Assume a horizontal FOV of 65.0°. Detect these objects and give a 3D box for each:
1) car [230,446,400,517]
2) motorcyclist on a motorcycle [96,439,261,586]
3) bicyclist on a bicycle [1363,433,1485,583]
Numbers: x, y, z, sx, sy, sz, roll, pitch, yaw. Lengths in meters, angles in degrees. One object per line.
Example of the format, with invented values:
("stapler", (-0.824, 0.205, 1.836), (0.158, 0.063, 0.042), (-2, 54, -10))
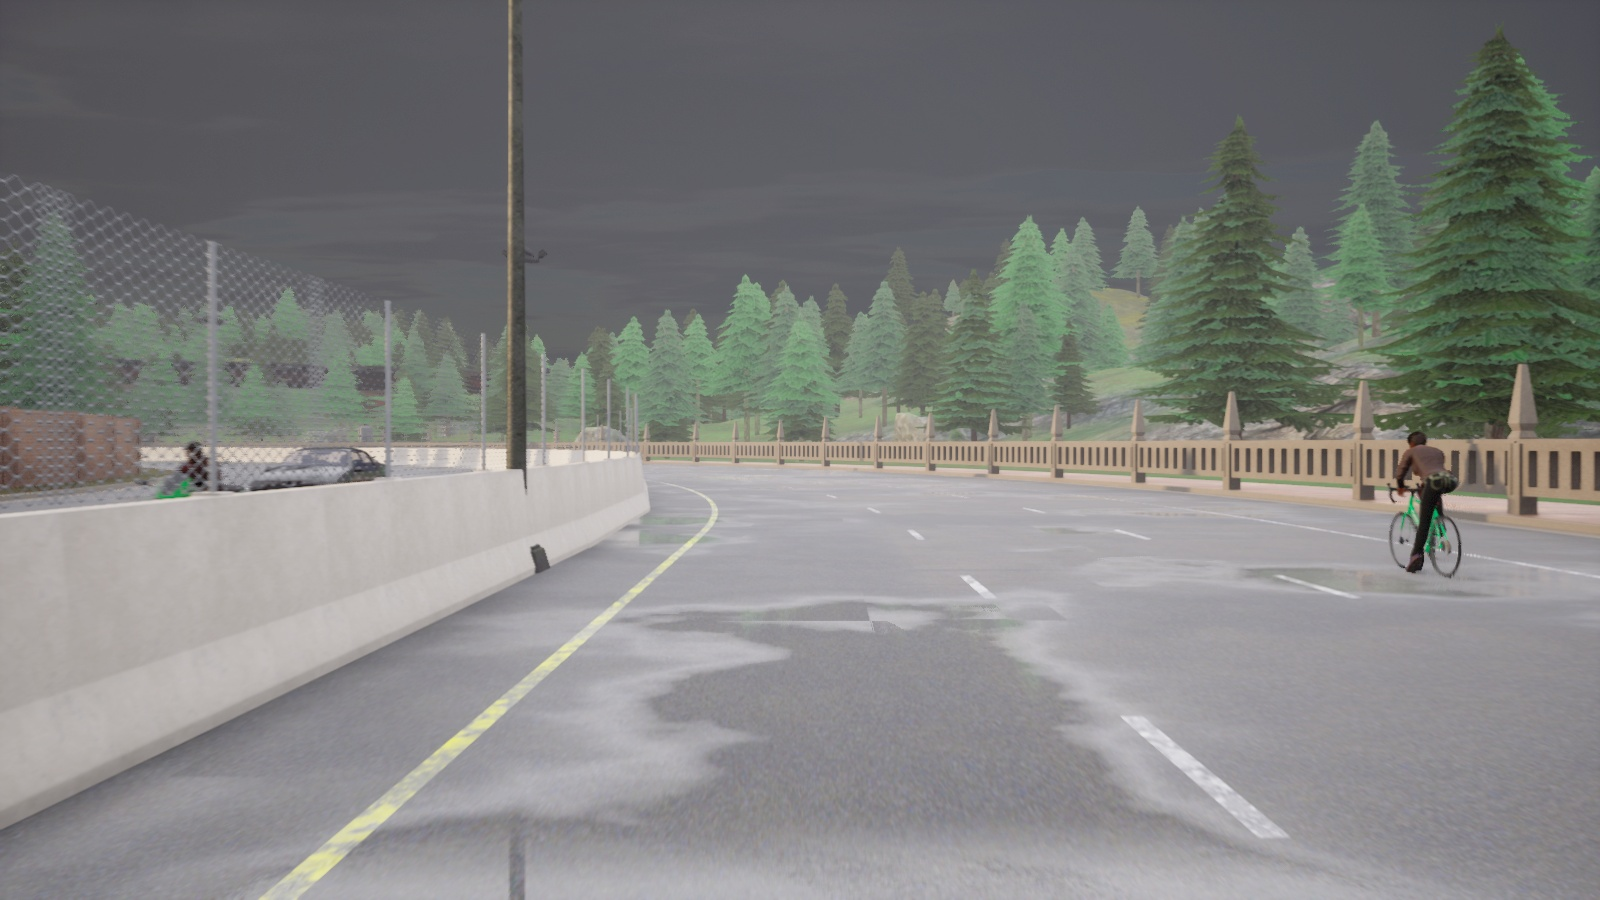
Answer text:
("car", (-10.634, 0.627, 28.022), (2.033, 1.411, 5.357), (0, 0, -4))
("motorcyclist on a motorcycle", (-6.873, 0.644, 14.020), (0.797, 1.523, 2.044), (0, 0, 1))
("bicyclist on a bicycle", (7.096, 0.624, 14.360), (0.582, 1.620, 1.656), (0, 0, 0))
